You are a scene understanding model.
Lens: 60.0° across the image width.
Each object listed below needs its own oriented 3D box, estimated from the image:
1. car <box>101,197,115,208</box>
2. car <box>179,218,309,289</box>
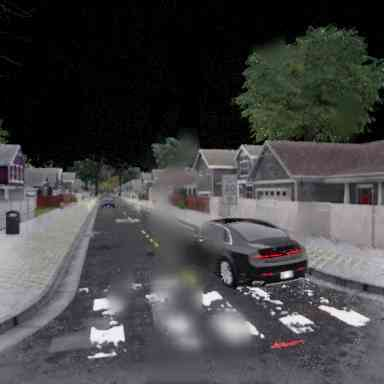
[{"bbox_3d":[-11.757,1.452,46.645,2.033,1.411,5.357,0,0,-15],"label":"car"},{"bbox_3d":[1.101,1.482,9.295,1.837,1.490,4.892,-3,2,-22],"label":"car"}]
